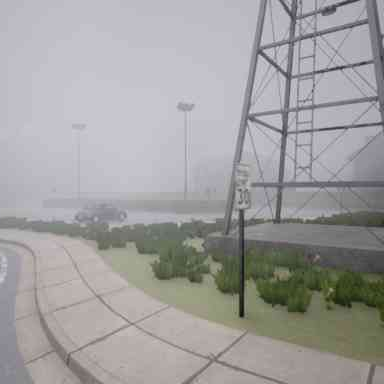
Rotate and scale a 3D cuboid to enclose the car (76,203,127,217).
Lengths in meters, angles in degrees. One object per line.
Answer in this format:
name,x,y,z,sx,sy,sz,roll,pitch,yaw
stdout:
car,-6.759,1.519,25.007,1.784,1.438,3.905,0,0,34
